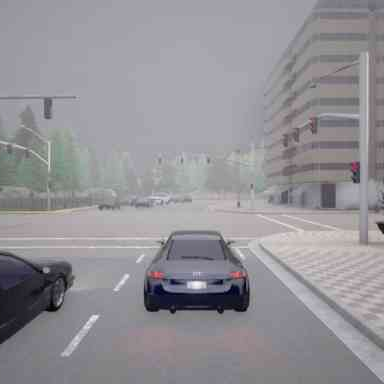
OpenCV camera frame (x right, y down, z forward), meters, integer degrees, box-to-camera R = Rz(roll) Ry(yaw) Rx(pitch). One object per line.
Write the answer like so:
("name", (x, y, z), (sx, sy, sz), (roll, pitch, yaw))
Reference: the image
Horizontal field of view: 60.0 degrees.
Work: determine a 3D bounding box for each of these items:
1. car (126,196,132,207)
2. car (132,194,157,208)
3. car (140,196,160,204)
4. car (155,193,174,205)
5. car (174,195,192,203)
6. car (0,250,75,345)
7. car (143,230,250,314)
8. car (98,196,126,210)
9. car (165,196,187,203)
("car", (-9.847, 1.346, 52.258), (2.097, 1.767, 4.553), (0, 0, 6))
("car", (-6.772, 1.472, 47.560), (1.882, 1.535, 5.008), (0, 0, 3))
("car", (-7.762, 1.519, 62.151), (1.812, 1.442, 4.674), (0, 0, 20))
("car", (-5.545, 1.215, 57.578), (2.150, 2.045, 5.566), (0, 0, 15))
("car", (-1.812, 1.344, 67.091), (2.097, 1.767, 4.553), (0, 0, 28))
("car", (-3.427, 1.547, 4.668), (2.033, 1.411, 5.357), (0, 0, 0))
("car", (0.091, 1.563, 7.703), (1.994, 1.385, 4.181), (0, 0, 0))
("car", (-10.473, 1.543, 42.795), (2.033, 1.411, 5.357), (0, 0, 1))
("car", (-3.367, 1.532, 71.538), (2.033, 1.411, 5.357), (0, 0, 31))
